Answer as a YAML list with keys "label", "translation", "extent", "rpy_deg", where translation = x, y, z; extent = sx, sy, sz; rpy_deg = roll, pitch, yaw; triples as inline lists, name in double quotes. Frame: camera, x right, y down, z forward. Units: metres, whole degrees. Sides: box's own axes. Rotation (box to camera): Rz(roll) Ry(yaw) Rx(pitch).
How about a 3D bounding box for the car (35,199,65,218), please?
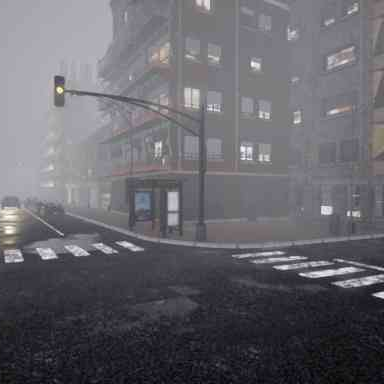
- label: "car"
  translation: [-12.475, 1.547, 29.658]
  extent: [2.008, 1.369, 4.403]
  rpy_deg: [0, 0, -30]

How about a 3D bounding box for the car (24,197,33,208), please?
- label: "car"
  translation: [-23.758, 1.435, 49.188]
  extent: [1.967, 1.590, 4.097]
  rpy_deg: [0, 0, -30]

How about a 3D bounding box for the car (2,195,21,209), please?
- label: "car"
  translation: [-24.432, 1.348, 45.018]
  extent: [2.097, 1.767, 4.553]
  rpy_deg: [0, 0, -30]

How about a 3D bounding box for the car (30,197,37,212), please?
- label: "car"
  translation: [-15.295, 1.541, 34.540]
  extent: [1.887, 1.381, 4.507]
  rpy_deg: [0, 0, -30]

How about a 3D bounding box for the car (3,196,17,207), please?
- label: "car"
  translation: [-29.336, 1.472, 53.477]
  extent: [1.882, 1.535, 5.008]
  rpy_deg: [0, 0, -30]
